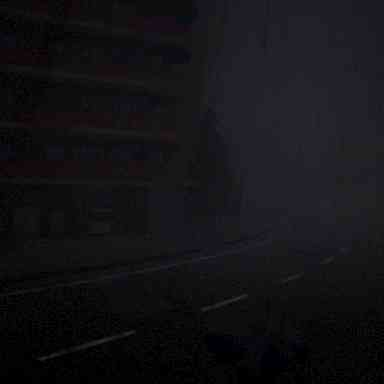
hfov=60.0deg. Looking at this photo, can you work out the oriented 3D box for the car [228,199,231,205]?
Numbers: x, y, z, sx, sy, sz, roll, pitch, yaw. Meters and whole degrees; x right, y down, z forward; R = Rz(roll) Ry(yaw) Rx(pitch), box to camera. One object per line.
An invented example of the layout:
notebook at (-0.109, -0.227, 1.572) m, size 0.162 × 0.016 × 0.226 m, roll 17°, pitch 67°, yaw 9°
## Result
car at (6.472, 2.076, 61.054) m, size 2.033 × 1.411 × 5.357 m, roll 1°, pitch 0°, yaw -19°
